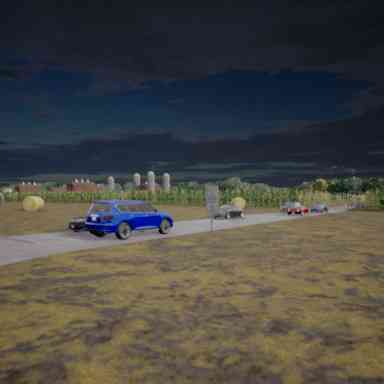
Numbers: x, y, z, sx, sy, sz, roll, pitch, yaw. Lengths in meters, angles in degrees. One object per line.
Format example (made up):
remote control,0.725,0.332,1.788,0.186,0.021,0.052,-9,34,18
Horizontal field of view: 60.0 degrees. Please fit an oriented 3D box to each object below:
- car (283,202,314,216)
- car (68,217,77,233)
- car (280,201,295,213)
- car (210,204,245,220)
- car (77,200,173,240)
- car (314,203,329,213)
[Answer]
car,14.059,2.382,43.591,1.895,1.301,4.718,0,-1,36
car,-5.421,1.748,21.131,1.882,1.535,5.008,0,0,35
car,14.735,2.257,49.367,2.097,1.767,4.553,0,-1,35
car,3.729,2.043,34.057,1.837,1.490,4.892,0,-1,35
car,-3.421,1.495,19.091,2.150,2.045,5.566,0,-1,35
car,19.857,2.492,51.824,2.033,1.411,5.357,0,-1,35
